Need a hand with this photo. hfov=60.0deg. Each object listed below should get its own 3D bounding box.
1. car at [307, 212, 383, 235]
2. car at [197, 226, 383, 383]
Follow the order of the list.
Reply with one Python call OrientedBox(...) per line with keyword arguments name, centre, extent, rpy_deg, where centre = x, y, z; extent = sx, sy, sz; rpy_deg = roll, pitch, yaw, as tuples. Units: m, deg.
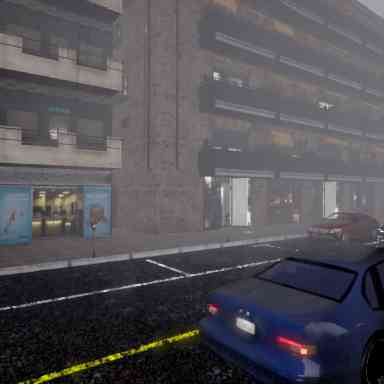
OrientedBox(name="car", centre=(7.172, 1.583, 15.538), extent=(4.206, 1.307, 1.802), rpy_deg=(0, 0, -35))
OrientedBox(name="car", centre=(2.639, 1.548, 5.195), extent=(5.357, 1.411, 2.033), rpy_deg=(0, 0, -35))
